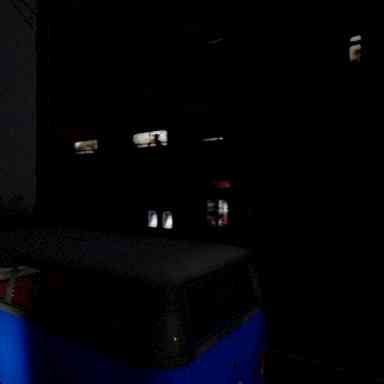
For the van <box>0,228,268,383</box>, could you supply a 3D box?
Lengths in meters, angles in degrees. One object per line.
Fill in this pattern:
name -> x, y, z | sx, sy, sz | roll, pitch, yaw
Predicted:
van -> -1.182, 1.370, 3.699 | 3.998, 1.788, 1.690 | -1, 0, 35
